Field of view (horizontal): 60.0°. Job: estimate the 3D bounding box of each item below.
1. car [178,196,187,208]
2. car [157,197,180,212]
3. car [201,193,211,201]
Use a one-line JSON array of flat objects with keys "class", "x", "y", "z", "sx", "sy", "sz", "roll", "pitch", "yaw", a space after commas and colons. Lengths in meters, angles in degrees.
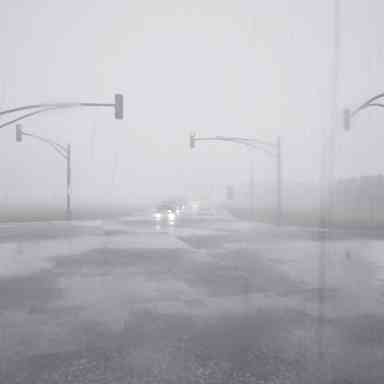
[{"class": "car", "x": -2.372, "y": 1.486, "z": 47.581, "sx": 2.128, "sy": 1.511, "sz": 4.902, "roll": 0, "pitch": 0, "yaw": 3}, {"class": "car", "x": -2.823, "y": 1.600, "z": 38.266, "sx": 1.895, "sy": 1.301, "sz": 4.718, "roll": 0, "pitch": 0, "yaw": 3}, {"class": "car", "x": 3.339, "y": 1.191, "z": 79.102, "sx": 2.150, "sy": 2.045, "sz": 5.566, "roll": 0, "pitch": 0, "yaw": 5}]
